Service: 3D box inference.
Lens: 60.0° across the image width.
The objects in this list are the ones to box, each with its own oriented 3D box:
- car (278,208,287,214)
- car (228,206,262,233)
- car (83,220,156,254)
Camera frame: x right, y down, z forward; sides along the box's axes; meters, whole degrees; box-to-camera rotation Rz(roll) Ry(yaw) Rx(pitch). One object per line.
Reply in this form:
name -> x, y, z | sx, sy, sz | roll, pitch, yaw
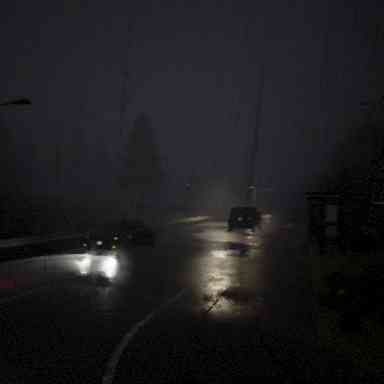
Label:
car -> 22.354, 4.645, 82.271 | 1.812, 1.442, 4.674 | 0, -2, 18
car -> 4.529, 2.247, 28.118 | 2.150, 2.045, 5.566 | 0, -2, 19
car -> -3.330, 2.054, 16.056 | 1.994, 1.385, 4.181 | 0, -2, 18
